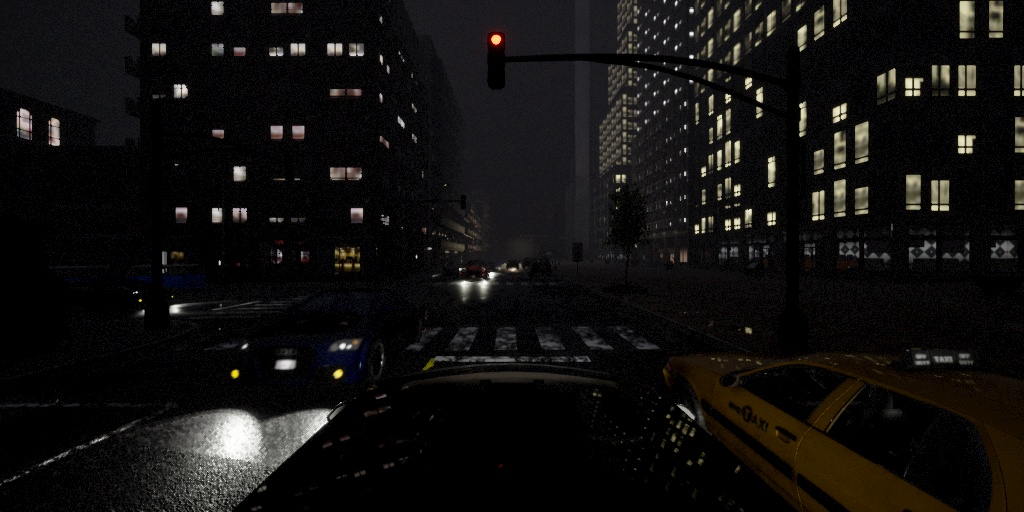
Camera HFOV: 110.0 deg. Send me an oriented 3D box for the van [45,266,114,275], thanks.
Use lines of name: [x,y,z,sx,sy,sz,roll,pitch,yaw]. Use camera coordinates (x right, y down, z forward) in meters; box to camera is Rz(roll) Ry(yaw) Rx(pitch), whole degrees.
van: [-26.305,1.481,21.479,3.998,1.789,1.690,0,0,-1]

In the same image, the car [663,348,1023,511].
car: [2.689,1.275,2.527,1.751,1.417,4.829,0,0,0]

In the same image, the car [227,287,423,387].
car: [-3.102,1.320,6.909,1.994,1.385,4.181,0,0,0]

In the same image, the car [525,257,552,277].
car: [2.689,1.074,34.770,2.192,1.841,5.009,0,0,0]

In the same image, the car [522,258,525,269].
car: [2.689,1.098,56.875,2.192,1.841,5.009,0,0,0]

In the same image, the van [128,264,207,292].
van: [-20.767,1.390,21.530,3.998,1.789,1.690,0,0,-1]

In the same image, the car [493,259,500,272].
car: [-3.099,1.263,46.700,2.128,1.511,4.902,0,0,0]

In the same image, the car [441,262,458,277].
car: [-5.691,1.309,34.770,2.007,1.370,4.403,0,0,0]

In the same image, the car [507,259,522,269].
car: [0.099,1.274,56.016,2.128,1.511,4.902,0,0,0]

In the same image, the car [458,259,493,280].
car: [-3.119,1.109,31.350,2.097,1.767,4.553,0,0,1]

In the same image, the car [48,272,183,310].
car: [-17.602,1.583,15.765,4.181,1.385,1.994,-1,0,-1]
